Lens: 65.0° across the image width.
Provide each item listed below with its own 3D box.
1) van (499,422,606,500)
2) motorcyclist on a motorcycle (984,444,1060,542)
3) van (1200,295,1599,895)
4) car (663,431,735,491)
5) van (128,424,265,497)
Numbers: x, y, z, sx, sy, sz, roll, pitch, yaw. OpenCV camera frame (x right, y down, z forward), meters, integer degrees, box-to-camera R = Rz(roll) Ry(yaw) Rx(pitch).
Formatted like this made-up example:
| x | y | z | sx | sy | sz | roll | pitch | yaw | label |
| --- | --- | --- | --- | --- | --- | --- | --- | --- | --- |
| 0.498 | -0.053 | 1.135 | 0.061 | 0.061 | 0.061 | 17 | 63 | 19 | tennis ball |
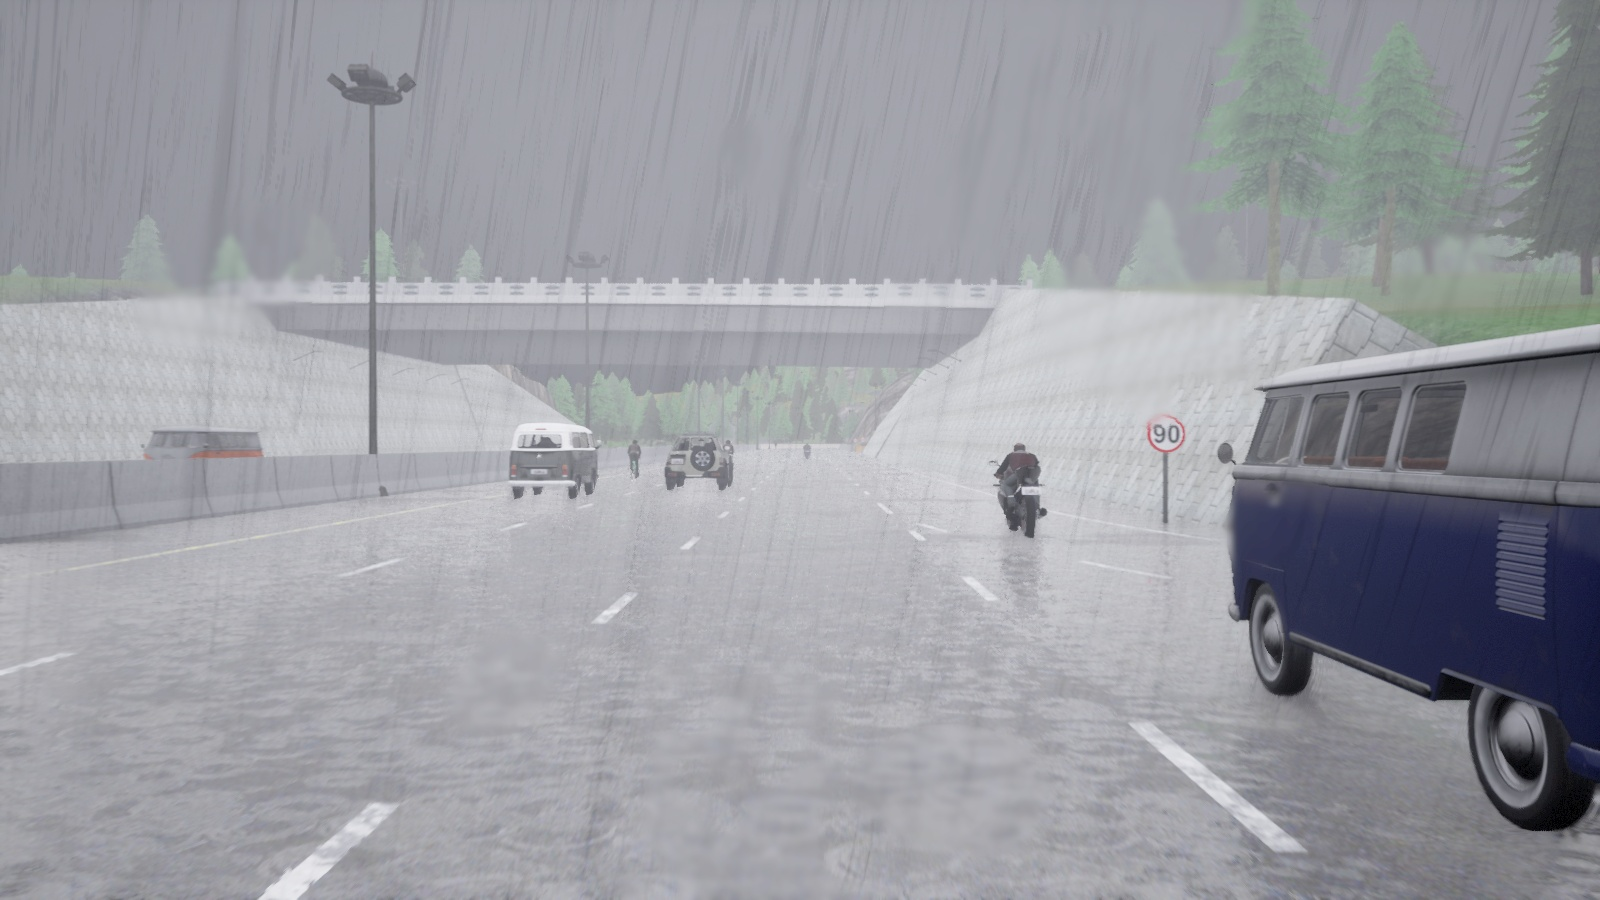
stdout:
| x | y | z | sx | sy | sz | roll | pitch | yaw | label |
| --- | --- | --- | --- | --- | --- | --- | --- | --- | --- |
| -6.786 | 0.270 | 34.967 | 2.069 | 2.038 | 4.480 | 0 | 1 | 0 | van |
| 3.633 | 0.667 | 20.744 | 0.866 | 1.530 | 2.191 | 0 | 0 | 0 | motorcyclist on a motorcycle |
| 3.551 | 0.468 | 6.160 | 1.775 | 1.987 | 4.442 | 0 | 0 | 0 | van |
| -3.248 | 0.328 | 41.138 | 1.932 | 1.855 | 4.605 | 0 | 0 | 1 | car |
| -17.279 | 0.282 | 36.209 | 1.775 | 1.987 | 4.442 | 0 | 0 | 0 | van |
